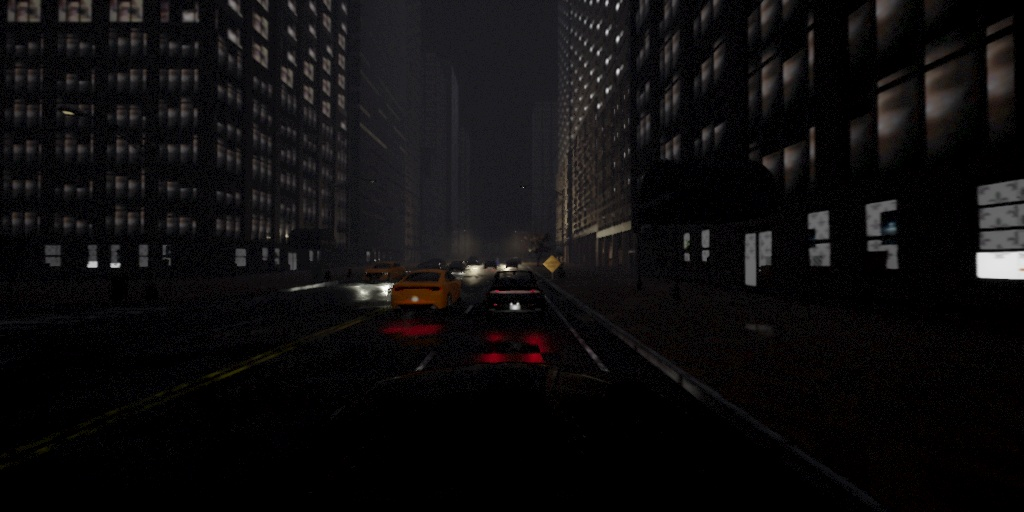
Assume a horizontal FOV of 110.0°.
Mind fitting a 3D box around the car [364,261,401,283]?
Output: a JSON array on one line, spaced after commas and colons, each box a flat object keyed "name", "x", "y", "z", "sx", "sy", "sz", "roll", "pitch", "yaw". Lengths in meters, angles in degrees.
[{"name": "car", "x": -9.847, "y": 1.192, "z": 27.981, "sx": 1.882, "sy": 1.535, "sz": 5.008, "roll": 0, "pitch": 0, "yaw": 0}]

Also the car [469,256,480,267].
[{"name": "car", "x": -6.499, "y": 0.828, "z": 60.617, "sx": 2.097, "sy": 1.767, "sz": 4.553, "roll": 0, "pitch": 0, "yaw": 0}]

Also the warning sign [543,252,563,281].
[{"name": "warning sign", "x": 2.850, "y": 0.830, "z": 25.353, "sx": 1.300, "sy": 1.860, "sz": 1.060, "roll": 0, "pitch": 0, "yaw": 0}]

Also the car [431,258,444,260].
[{"name": "car", "x": -9.824, "y": 1.038, "z": 47.057, "sx": 2.097, "sy": 1.767, "sz": 4.553, "roll": 0, "pitch": 0, "yaw": 0}]

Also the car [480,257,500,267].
[{"name": "car", "x": -3.249, "y": 1.166, "z": 54.755, "sx": 2.128, "sy": 1.511, "sz": 4.902, "roll": 0, "pitch": 0, "yaw": 0}]

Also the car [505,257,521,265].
[{"name": "car", "x": 0.001, "y": 1.151, "z": 54.754, "sx": 1.882, "sy": 1.535, "sz": 5.008, "roll": 0, "pitch": 0, "yaw": 0}]

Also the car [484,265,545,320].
[{"name": "car", "x": 0.089, "y": 1.240, "z": 12.607, "sx": 2.128, "sy": 1.511, "sz": 4.902, "roll": -1, "pitch": 0, "yaw": 0}]

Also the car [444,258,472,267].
[{"name": "car", "x": -6.591, "y": 1.238, "z": 43.937, "sx": 2.033, "sy": 1.411, "sz": 5.357, "roll": 0, "pitch": 0, "yaw": 0}]

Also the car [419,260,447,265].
[{"name": "car", "x": -6.598, "y": 1.239, "z": 28.041, "sx": 1.812, "sy": 1.442, "sz": 4.674, "roll": 0, "pitch": 0, "yaw": 0}]

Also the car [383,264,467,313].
[{"name": "car", "x": -3.163, "y": 1.260, "z": 14.162, "sx": 1.882, "sy": 1.535, "sz": 5.008, "roll": -1, "pitch": 0, "yaw": 0}]
